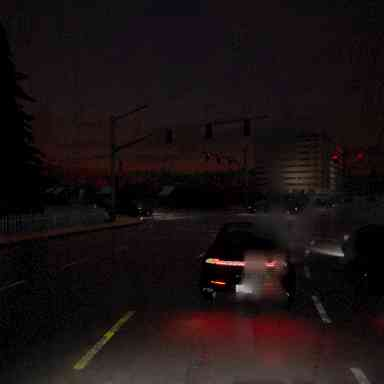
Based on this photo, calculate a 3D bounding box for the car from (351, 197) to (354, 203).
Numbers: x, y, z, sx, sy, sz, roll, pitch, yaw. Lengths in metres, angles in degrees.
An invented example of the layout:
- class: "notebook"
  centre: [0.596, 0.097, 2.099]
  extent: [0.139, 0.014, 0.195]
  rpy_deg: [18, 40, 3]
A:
- class: "car"
  centre: [32.522, 1.540, 69.377]
  extent: [2.033, 1.411, 5.357]
  rpy_deg: [0, 0, 32]

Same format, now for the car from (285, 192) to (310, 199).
- class: "car"
  centre: [16.028, 1.221, 49.397]
  extent: [2.150, 2.045, 5.566]
  rpy_deg: [0, 0, 32]

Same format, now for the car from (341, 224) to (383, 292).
- class: "car"
  centre: [5.188, 1.547, 8.593]
  extent: [2.033, 1.411, 5.357]
  rpy_deg: [0, 0, 16]

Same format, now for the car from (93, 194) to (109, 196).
- class: "car"
  centre: [-14.565, 1.277, 50.006]
  extent: [5.566, 2.045, 2.150]
  rpy_deg: [0, 0, 32]

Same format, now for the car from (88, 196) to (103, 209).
- class: "car"
  centre: [-9.057, 1.547, 38.087]
  extent: [4.902, 1.511, 2.128]
  rpy_deg: [0, 0, 32]

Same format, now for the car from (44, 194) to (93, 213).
- class: "car"
  centre: [-14.090, 1.277, 37.100]
  extent: [5.566, 2.045, 2.150]
  rpy_deg: [0, 0, 32]

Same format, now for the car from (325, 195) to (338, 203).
- class: "car"
  centre: [30.849, 1.500, 73.340]
  extent: [1.837, 1.490, 4.892]
  rpy_deg: [0, 0, 32]

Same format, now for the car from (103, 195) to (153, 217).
- class: "car"
  centre: [-5.962, 1.407, 32.022]
  extent: [4.553, 1.767, 2.097]
  rpy_deg: [0, 0, 32]

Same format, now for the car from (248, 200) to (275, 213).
- class: "car"
  centre: [7.631, 1.562, 35.761]
  extent: [1.812, 1.442, 4.674]
  rpy_deg: [0, 0, 32]

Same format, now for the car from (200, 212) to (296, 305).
- class: "car"
  centre: [1.436, 1.492, 8.223]
  extent: [2.128, 1.511, 4.902]
  rpy_deg: [0, 0, 12]

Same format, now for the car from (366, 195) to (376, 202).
- class: "car"
  centre: [42.727, 1.525, 79.294]
  extent: [2.128, 1.511, 4.902]
  rpy_deg: [0, 0, 32]

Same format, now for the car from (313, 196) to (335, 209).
- class: "car"
  centre: [18.204, 1.601, 46.269]
  extent: [1.895, 1.301, 4.718]
  rpy_deg: [0, 0, 32]

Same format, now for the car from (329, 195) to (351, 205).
- class: "car"
  centre: [26.685, 1.351, 59.958]
  extent: [2.097, 1.767, 4.553]
  rpy_deg: [0, 0, 32]

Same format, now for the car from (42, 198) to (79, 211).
- class: "car"
  centre: [-17.098, 1.533, 43.116]
  extent: [5.008, 1.535, 1.882]
  rpy_deg: [0, 0, 32]

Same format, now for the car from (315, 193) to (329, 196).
- class: "car"
  centre: [25.228, 1.223, 64.201]
  extent: [2.150, 2.045, 5.566]
  rpy_deg: [0, 0, 32]

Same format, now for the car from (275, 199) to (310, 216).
- class: "car"
  centre: [10.253, 1.643, 33.339]
  extent: [1.895, 1.301, 4.718]
  rpy_deg: [0, 0, 32]
